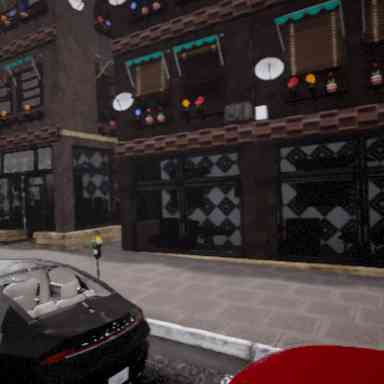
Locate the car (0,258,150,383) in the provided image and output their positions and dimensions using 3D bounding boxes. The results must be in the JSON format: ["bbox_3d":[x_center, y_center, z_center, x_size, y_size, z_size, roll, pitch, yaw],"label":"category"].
[{"bbox_3d":[-2.583,1.549,4.231,4.403,1.369,2.008,-1,-1,30],"label":"car"}]

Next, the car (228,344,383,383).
[{"bbox_3d":[2.209,1.481,1.467,4.507,1.381,1.887,-1,-1,30],"label":"car"}]
